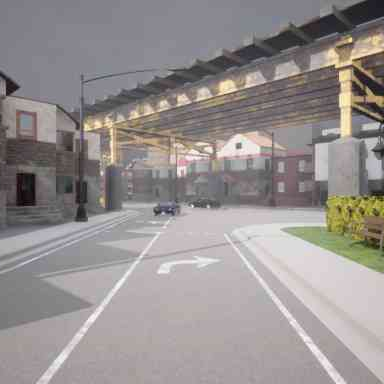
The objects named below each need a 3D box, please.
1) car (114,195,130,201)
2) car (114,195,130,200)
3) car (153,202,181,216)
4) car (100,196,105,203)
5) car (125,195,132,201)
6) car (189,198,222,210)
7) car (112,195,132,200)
[{"bbox_3d":[-17.608,1.452,83.773,2.038,1.542,4.974,0,0,15],"label":"car"},{"bbox_3d":[-17.595,1.295,83.823,1.853,1.218,4.536,0,0,15],"label":"car"},{"bbox_3d":[-2.308,1.601,32.383,1.895,1.301,4.718,0,0,8],"label":"car"},{"bbox_3d":[-17.782,1.477,63.733,1.882,1.535,5.008,0,0,-45],"label":"car"},{"bbox_3d":[-16.927,1.452,80.105,4.974,1.542,2.038,0,0,-15],"label":"car"},{"bbox_3d":[1.708,1.504,44.051,1.837,1.490,4.892,0,0,-45],"label":"car"},{"bbox_3d":[-16.876,1.295,80.118,4.536,1.218,1.853,0,0,-15],"label":"car"}]
